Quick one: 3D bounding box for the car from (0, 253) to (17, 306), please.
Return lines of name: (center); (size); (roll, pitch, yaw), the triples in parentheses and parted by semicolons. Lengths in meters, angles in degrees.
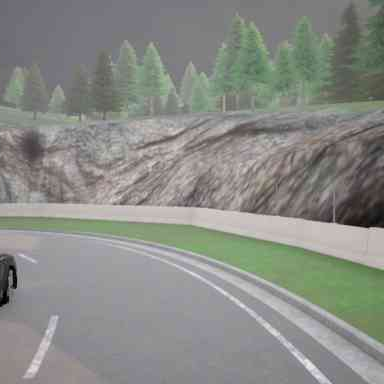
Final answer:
car: (-4.207, 1.499, 5.046); (2.128, 1.511, 4.902); (0, 0, -12)
